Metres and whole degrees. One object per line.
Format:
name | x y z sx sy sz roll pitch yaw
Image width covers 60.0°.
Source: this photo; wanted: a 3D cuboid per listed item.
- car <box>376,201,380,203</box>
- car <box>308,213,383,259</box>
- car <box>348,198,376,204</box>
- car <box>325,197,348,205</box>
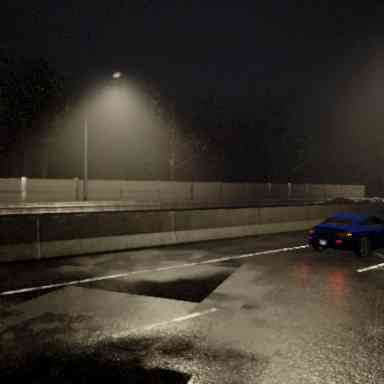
car | 23.235 1.567 37.814 4.181 1.385 1.994 0 0 -35
car | 6.301 1.516 12.582 4.674 1.442 1.812 0 0 -36
car | 21.562 1.567 40.918 4.181 1.385 1.994 0 0 -35
car | 19.474 1.480 43.727 5.008 1.535 1.882 0 0 -35
